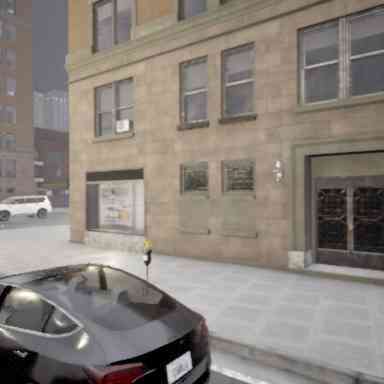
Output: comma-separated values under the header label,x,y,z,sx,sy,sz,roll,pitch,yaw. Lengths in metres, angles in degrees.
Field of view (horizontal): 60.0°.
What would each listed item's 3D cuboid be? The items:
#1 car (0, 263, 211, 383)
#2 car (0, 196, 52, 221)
label,x,y,z,sx,sy,sz,roll,pitch,yaw
car,-1.800,1.588,4.134,4.313,1.339,1.947,0,0,35
car,-15.171,1.382,29.212,2.150,2.045,5.566,-1,1,35
